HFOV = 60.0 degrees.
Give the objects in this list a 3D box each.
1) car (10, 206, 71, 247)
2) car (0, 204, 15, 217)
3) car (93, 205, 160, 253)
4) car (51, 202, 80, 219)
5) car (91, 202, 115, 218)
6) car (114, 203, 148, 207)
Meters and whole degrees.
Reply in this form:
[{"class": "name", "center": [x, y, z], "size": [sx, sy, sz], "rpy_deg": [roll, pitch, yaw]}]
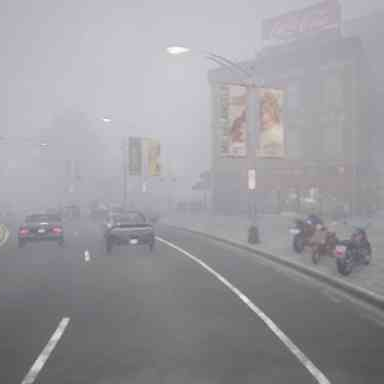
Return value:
[{"class": "car", "center": [-7.045, 1.625, 15.666], "size": [2.033, 1.411, 5.357], "rpy_deg": [0, 0, -23]}, {"class": "car", "center": [-19.160, 1.790, 32.610], "size": [4.718, 1.301, 1.895], "rpy_deg": [-1, 0, 43]}, {"class": "car", "center": [-2.851, 1.541, 14.058], "size": [2.128, 1.511, 4.902], "rpy_deg": [0, 0, -19]}, {"class": "car", "center": [-11.459, 1.627, 29.358], "size": [2.128, 1.511, 4.902], "rpy_deg": [0, 0, -38]}, {"class": "car", "center": [-7.279, 1.629, 29.156], "size": [2.002, 1.452, 4.674], "rpy_deg": [0, 0, -37]}, {"class": "car", "center": [-4.030, 1.674, 24.436], "size": [1.895, 1.301, 4.718], "rpy_deg": [0, 0, -27]}]
